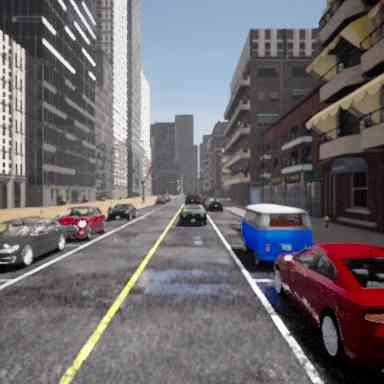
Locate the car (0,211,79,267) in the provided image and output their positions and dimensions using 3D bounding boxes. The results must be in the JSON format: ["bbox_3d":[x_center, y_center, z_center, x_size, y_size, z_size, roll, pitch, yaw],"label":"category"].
[{"bbox_3d":[-5.701,1.557,11.275,2.008,1.369,4.403,0,0,0],"label":"car"}]

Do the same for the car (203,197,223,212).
[{"bbox_3d":[2.665,1.594,38.894,1.947,1.339,4.313,0,0,0],"label":"car"}]

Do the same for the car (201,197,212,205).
[{"bbox_3d":[2.651,1.605,60.986,1.887,1.381,4.507,0,0,0],"label":"car"}]

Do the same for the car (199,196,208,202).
[{"bbox_3d":[2.642,1.634,77.553,1.887,1.381,4.507,0,0,0],"label":"car"}]

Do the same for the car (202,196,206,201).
[{"bbox_3d":[2.662,1.561,44.586,1.752,1.417,4.829,0,0,0],"label":"car"}]

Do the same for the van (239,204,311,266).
[{"bbox_3d":[2.680,1.347,11.279,1.690,1.788,3.998,0,0,0],"label":"van"}]

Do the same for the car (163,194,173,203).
[{"bbox_3d":[-5.736,1.395,72.027,2.192,1.841,5.009,0,0,0],"label":"car"}]

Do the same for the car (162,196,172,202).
[{"bbox_3d":[-5.738,1.656,77.550,1.947,1.339,4.313,0,0,0],"label":"car"}]

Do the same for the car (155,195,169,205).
[{"bbox_3d":[-5.729,1.627,60.982,1.947,1.339,4.313,0,0,0],"label":"car"}]

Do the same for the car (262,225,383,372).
[{"bbox_3d":[2.683,1.548,5.756,1.887,1.381,4.507,0,0,0],"label":"car"}]

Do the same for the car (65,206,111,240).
[{"bbox_3d":[-5.704,1.450,16.798,1.967,1.590,4.097,0,0,0],"label":"car"}]

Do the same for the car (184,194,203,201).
[{"bbox_3d":[0.073,1.256,46.288,2.150,2.045,5.566,0,0,0],"label":"car"}]

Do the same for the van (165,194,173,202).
[{"bbox_3d":[-5.742,1.442,83.073,1.690,1.788,3.998,0,0,0],"label":"van"}]

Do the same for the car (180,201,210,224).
[{"bbox_3d":[0.088,1.615,24.514,1.895,1.301,4.718,0,0,0],"label":"car"}]

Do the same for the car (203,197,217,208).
[{"bbox_3d":[2.657,1.569,50.110,1.752,1.417,4.829,0,0,0],"label":"car"}]

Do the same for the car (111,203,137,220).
[{"bbox_3d":[-5.710,1.583,27.844,1.947,1.339,4.313,0,0,0],"label":"car"}]
